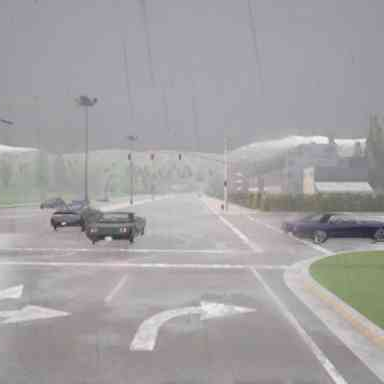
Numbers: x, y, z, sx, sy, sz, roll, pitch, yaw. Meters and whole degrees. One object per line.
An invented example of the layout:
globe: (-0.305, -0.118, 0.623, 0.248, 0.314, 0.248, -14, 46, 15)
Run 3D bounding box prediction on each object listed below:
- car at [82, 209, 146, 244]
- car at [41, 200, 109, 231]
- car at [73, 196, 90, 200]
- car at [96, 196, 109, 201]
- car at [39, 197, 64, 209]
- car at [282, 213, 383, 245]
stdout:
car: (-3.380, 1.591, 15.761, 1.895, 1.301, 4.718, 0, 0, 0)
car: (-6.872, 1.479, 20.278, 2.128, 1.511, 4.902, 0, 0, 0)
car: (-18.481, 1.445, 55.192, 1.882, 1.535, 5.008, 0, 0, 1)
car: (-18.368, 1.484, 68.308, 1.812, 1.442, 4.674, 0, 0, 0)
car: (-18.515, 1.478, 44.310, 1.837, 1.490, 4.892, 0, 0, 0)
car: (6.667, 1.592, 15.122, 4.718, 1.301, 1.895, 0, 0, -6)
